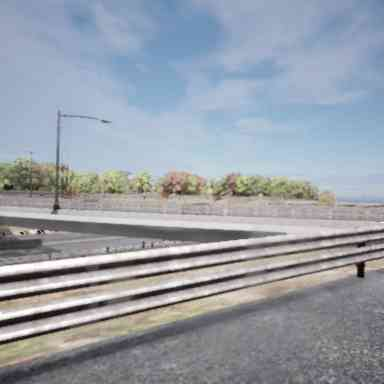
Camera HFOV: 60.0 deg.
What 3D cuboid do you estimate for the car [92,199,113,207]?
[{"bbox_3d":[-12.967,1.646,46.013,5.008,1.535,1.882,1,-1,28],"label":"car"}]

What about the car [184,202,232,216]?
[{"bbox_3d":[1.477,1.747,31.990,4.674,1.442,1.812,1,-1,19],"label":"car"}]

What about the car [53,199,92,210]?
[{"bbox_3d":[-15.947,1.670,43.641,4.718,1.301,1.895,1,-1,29],"label":"car"}]
